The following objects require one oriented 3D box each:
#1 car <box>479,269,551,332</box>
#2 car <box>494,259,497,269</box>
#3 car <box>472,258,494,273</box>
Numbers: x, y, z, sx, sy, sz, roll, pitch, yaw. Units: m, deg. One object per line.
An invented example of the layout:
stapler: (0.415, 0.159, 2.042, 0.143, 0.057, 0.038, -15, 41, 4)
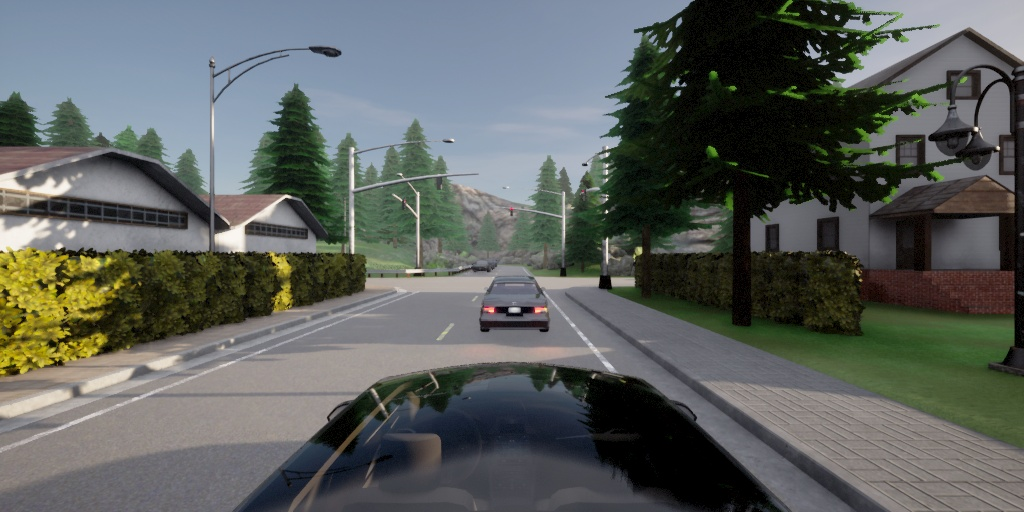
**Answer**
car: (0.077, 1.297, 10.807, 2.033, 1.411, 5.357, 0, 0, 0)
car: (-3.522, 1.351, 53.998, 1.895, 1.301, 4.718, 0, 0, 0)
car: (-3.561, 1.227, 42.596, 1.882, 1.535, 5.008, 0, 0, 0)
